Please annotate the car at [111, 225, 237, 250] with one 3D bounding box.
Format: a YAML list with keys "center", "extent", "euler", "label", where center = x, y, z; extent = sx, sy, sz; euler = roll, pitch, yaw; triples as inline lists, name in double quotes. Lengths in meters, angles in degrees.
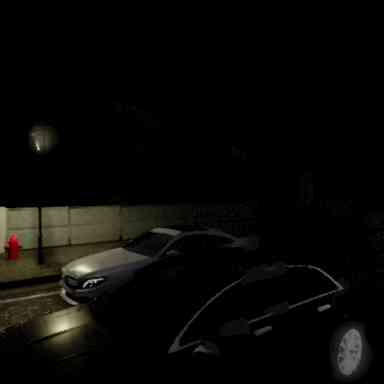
- center: [-0.418, 1.508, 7.372]
  extent: [4.674, 1.442, 1.812]
  euler: [0, 0, -35]
  label: "car"

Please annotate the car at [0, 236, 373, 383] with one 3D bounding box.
- center: [0.209, 1.496, 3.831]
  extent: [4.892, 1.490, 1.837]
  euler: [0, 0, -35]
  label: "car"
